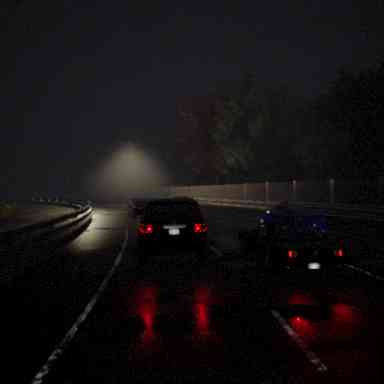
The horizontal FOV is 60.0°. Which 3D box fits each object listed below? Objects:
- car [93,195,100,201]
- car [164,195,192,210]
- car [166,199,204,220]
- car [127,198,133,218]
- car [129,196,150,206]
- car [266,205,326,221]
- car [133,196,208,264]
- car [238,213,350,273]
[{"bbox_3d":[-24.852,1.538,86.660,2.033,1.411,5.357,0,0,-15],"label":"car"},{"bbox_3d":[-1.866,1.310,42.543,2.097,1.767,4.553,0,0,-23],"label":"car"},{"bbox_3d":[-0.702,1.461,28.934,2.128,1.511,4.902,0,0,-16],"label":"car"},{"bbox_3d":[-4.597,1.489,29.682,1.837,1.490,4.892,0,0,-17],"label":"car"},{"bbox_3d":[-8.947,1.450,56.683,1.882,1.535,5.008,0,0,-30],"label":"car"},{"bbox_3d":[5.289,1.436,18.105,1.882,1.535,5.008,0,0,-9],"label":"car"},{"bbox_3d":[-0.834,1.211,12.084,2.150,2.045,5.566,0,0,-7],"label":"car"},{"bbox_3d":[2.848,1.577,10.596,1.895,1.301,4.718,0,0,-6],"label":"car"}]
